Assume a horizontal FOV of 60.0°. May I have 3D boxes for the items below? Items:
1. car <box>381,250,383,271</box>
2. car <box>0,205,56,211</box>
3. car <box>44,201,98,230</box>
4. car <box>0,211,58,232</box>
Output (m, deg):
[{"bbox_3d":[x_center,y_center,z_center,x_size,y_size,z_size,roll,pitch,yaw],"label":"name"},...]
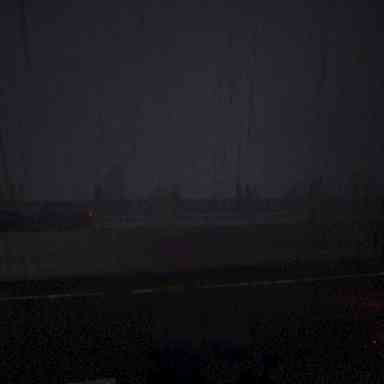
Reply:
[{"bbox_3d":[6.776,1.451,7.625,4.892,1.490,1.837,0,1,-15],"label":"car"},{"bbox_3d":[-9.047,1.499,15.245,4.674,1.442,1.812,0,0,-8],"label":"car"},{"bbox_3d":[-7.808,1.307,18.970,4.553,1.767,2.097,0,0,-9],"label":"car"},{"bbox_3d":[-7.360,1.544,11.968,4.181,1.385,1.994,0,0,-9],"label":"car"}]
